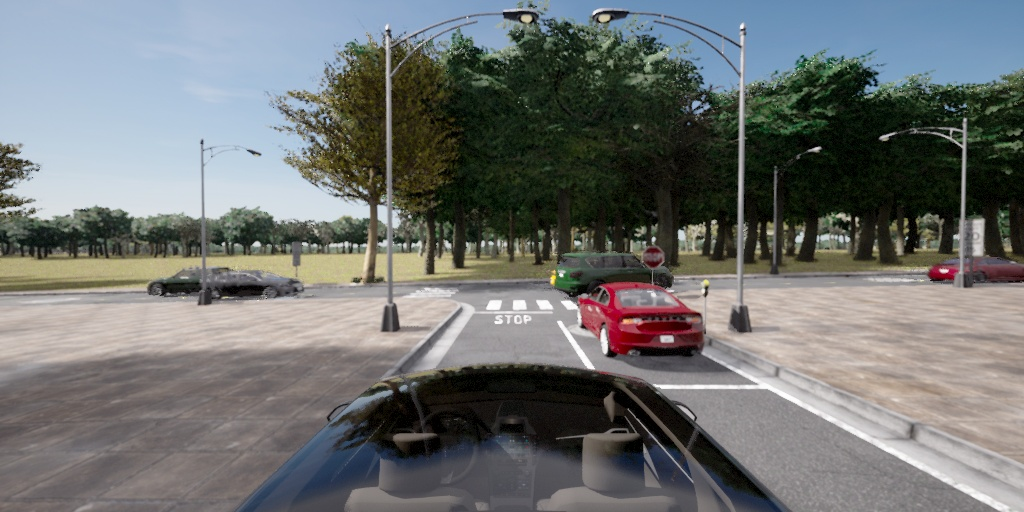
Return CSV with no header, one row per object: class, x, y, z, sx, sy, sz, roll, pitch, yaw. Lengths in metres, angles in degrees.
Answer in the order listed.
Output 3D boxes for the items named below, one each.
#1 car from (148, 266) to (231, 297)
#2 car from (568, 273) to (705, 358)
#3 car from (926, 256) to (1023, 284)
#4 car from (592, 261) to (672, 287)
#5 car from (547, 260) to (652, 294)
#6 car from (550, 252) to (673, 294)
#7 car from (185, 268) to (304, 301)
car,-19.239,1.465,21.839,4.553,1.767,2.097,-1,1,0
car,2.668,1.280,8.349,1.888,1.381,4.507,0,0,0
car,24.506,0.703,18.669,4.181,1.385,1.994,-1,1,0
car,7.168,1.045,21.716,4.181,1.385,1.994,-1,1,0
car,4.543,1.070,19.066,5.008,1.535,1.882,-2,-1,-3
car,4.673,0.848,16.454,5.566,2.045,2.150,-2,2,-20
car,-13.627,1.521,18.866,4.902,1.511,2.128,-1,1,0
